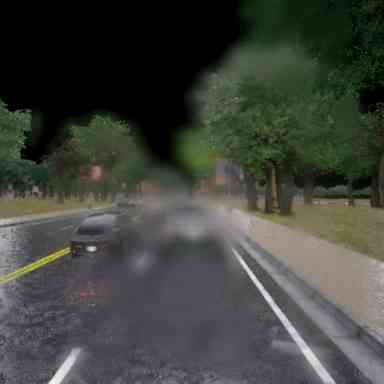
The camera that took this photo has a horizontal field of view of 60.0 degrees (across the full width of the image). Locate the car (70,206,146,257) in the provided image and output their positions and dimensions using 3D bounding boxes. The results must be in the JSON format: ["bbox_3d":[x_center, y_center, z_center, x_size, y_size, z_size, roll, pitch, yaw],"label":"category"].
[{"bbox_3d":[-3.176,1.541,12.998,1.837,1.490,4.892,0,0,0],"label":"car"}]

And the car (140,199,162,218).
[{"bbox_3d":[-3.164,1.638,28.921,1.812,1.442,4.674,0,0,0],"label":"car"}]

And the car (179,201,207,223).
[{"bbox_3d":[0.079,1.599,27.945,2.128,1.511,4.902,0,0,0],"label":"car"}]

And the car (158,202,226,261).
[{"bbox_3d":[0.073,1.384,12.633,2.097,1.767,4.553,0,0,0],"label":"car"}]

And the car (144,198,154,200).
[{"bbox_3d":[-6.562,1.630,50.324,2.097,1.767,4.553,0,-1,0],"label":"car"}]

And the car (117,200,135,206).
[{"bbox_3d":[-9.814,1.874,49.823,1.895,1.301,4.718,0,0,0],"label":"car"}]
